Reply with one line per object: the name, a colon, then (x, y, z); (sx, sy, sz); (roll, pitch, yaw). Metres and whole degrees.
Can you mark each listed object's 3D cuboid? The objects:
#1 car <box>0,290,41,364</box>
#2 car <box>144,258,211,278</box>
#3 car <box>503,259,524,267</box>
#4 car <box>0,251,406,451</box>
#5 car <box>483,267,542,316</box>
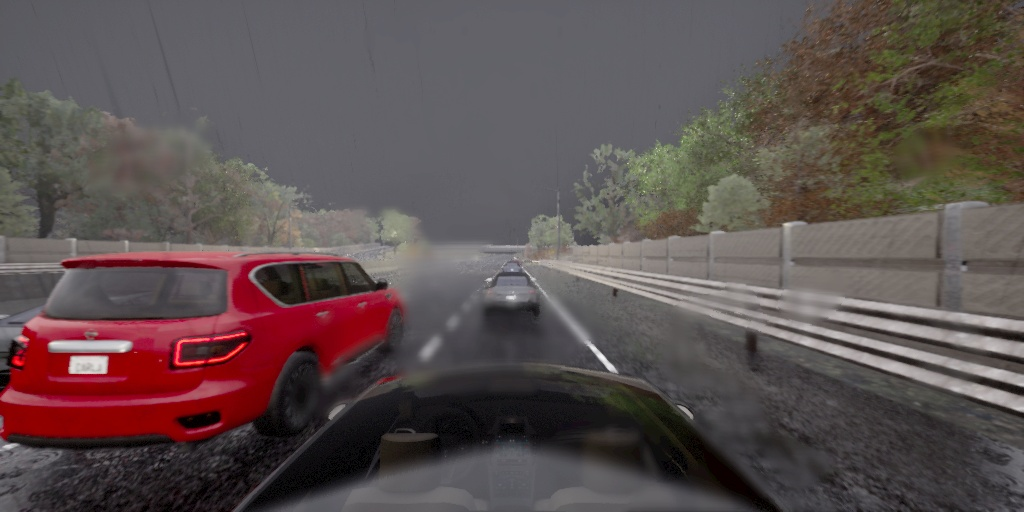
car: (-10.397, 1.344, 4.838); (1.895, 1.301, 4.718); (0, 0, 0)
car: (-31.527, 1.055, 33.991); (2.097, 1.767, 4.553); (0, 0, 1)
car: (0.012, 1.263, 35.913); (1.994, 1.385, 4.181); (0, 0, 0)
car: (-3.399, 0.962, 5.565); (2.150, 2.045, 5.566); (0, 0, 0)
car: (0.006, 1.289, 13.264); (1.994, 1.385, 4.181); (0, 0, 0)
